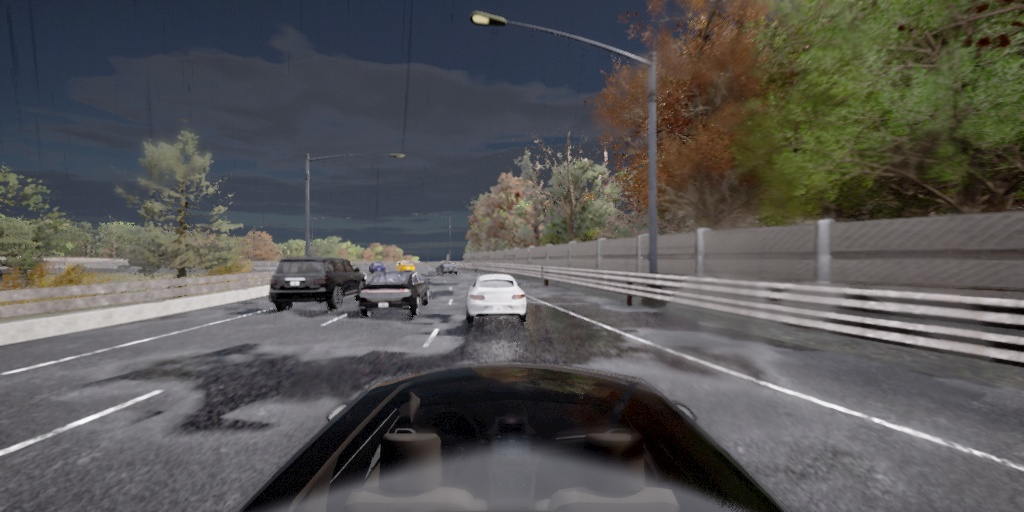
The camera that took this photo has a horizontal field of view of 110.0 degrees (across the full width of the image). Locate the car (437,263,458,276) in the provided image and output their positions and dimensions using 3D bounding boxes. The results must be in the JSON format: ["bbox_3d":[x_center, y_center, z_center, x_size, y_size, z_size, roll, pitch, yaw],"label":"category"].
[{"bbox_3d":[-7.724,1.532,42.318,2.033,1.411,5.357,0,0,-21],"label":"car"}]

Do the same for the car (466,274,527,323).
[{"bbox_3d":[-0.598,1.332,12.401,1.812,1.442,4.674,0,0,-5],"label":"car"}]

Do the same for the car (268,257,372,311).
[{"bbox_3d":[-7.935,1.072,15.202,2.150,2.045,5.566,0,0,-7],"label":"car"}]

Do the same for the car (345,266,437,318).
[{"bbox_3d":[-4.243,1.318,13.492,2.128,1.511,4.902,0,0,-6],"label":"car"}]

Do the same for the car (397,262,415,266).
[{"bbox_3d":[-14.647,1.526,49.322,1.882,1.535,5.008,0,0,-25],"label":"car"}]

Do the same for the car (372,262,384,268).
[{"bbox_3d":[-18.484,1.590,49.188,1.812,1.442,4.674,0,0,-27],"label":"car"}]
